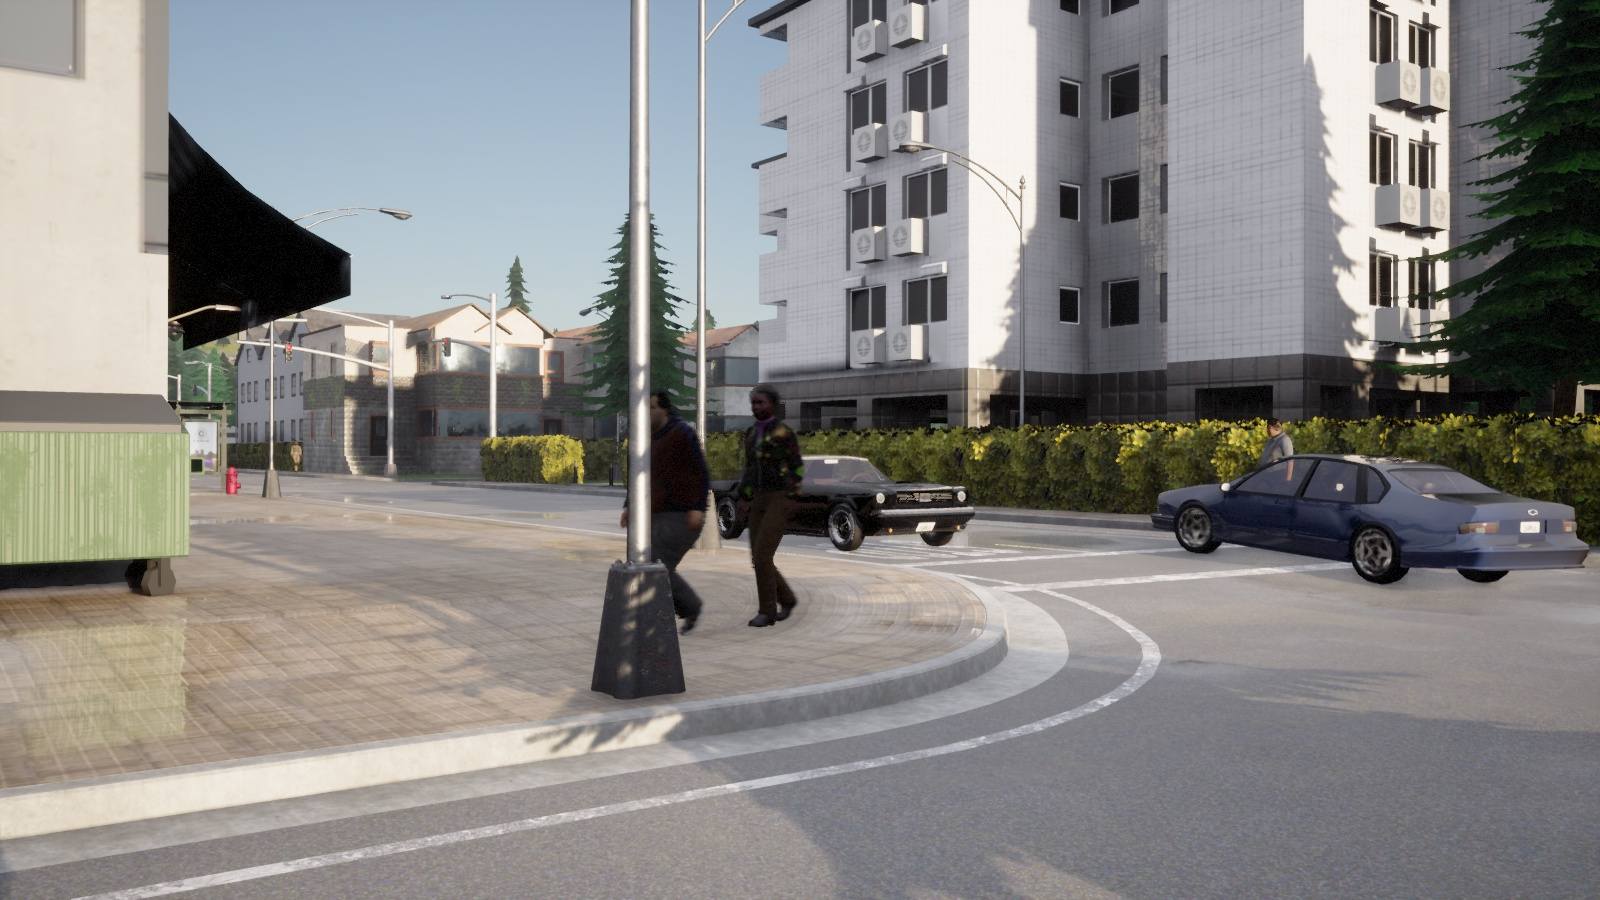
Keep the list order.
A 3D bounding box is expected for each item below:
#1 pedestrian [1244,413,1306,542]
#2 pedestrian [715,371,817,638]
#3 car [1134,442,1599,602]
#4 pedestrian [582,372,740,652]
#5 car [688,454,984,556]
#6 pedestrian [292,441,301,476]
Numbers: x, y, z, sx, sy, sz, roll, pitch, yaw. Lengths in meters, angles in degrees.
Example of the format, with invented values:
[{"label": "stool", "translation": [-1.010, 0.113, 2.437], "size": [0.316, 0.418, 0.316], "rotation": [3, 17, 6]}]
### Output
[{"label": "pedestrian", "translation": [6.912, 0.396, 18.285], "size": [0.694, 1.848, 0.540], "rotation": [0, 0, 0]}, {"label": "pedestrian", "translation": [-0.251, 0.392, 9.454], "size": [0.395, 1.930, 0.692], "rotation": [0, 0, 44]}, {"label": "car", "translation": [6.627, 0.713, 15.403], "size": [2.033, 1.411, 5.357], "rotation": [1, 2, -22]}, {"label": "pedestrian", "translation": [-0.972, 0.409, 8.829], "size": [0.634, 1.844, 0.899], "rotation": [0, 0, 45]}, {"label": "car", "translation": [0.369, 0.714, 18.579], "size": [1.895, 1.301, 4.718], "rotation": [0, 0, -36]}, {"label": "pedestrian", "translation": [-28.011, 0.456, 69.841], "size": [0.396, 1.930, 0.692], "rotation": [0, 0, -30]}]
